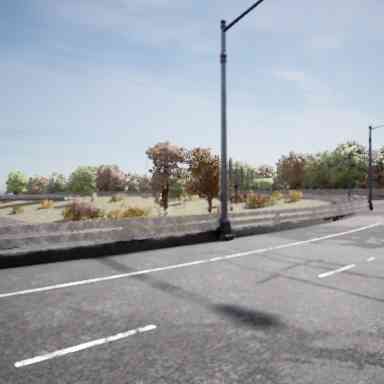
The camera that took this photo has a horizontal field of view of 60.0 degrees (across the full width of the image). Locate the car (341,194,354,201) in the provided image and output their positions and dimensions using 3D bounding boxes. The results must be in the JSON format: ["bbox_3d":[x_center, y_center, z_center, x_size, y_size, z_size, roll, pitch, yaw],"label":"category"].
[{"bbox_3d":[40.053,1.363,85.940,2.097,1.767,4.553,0,0,1],"label":"car"}]
